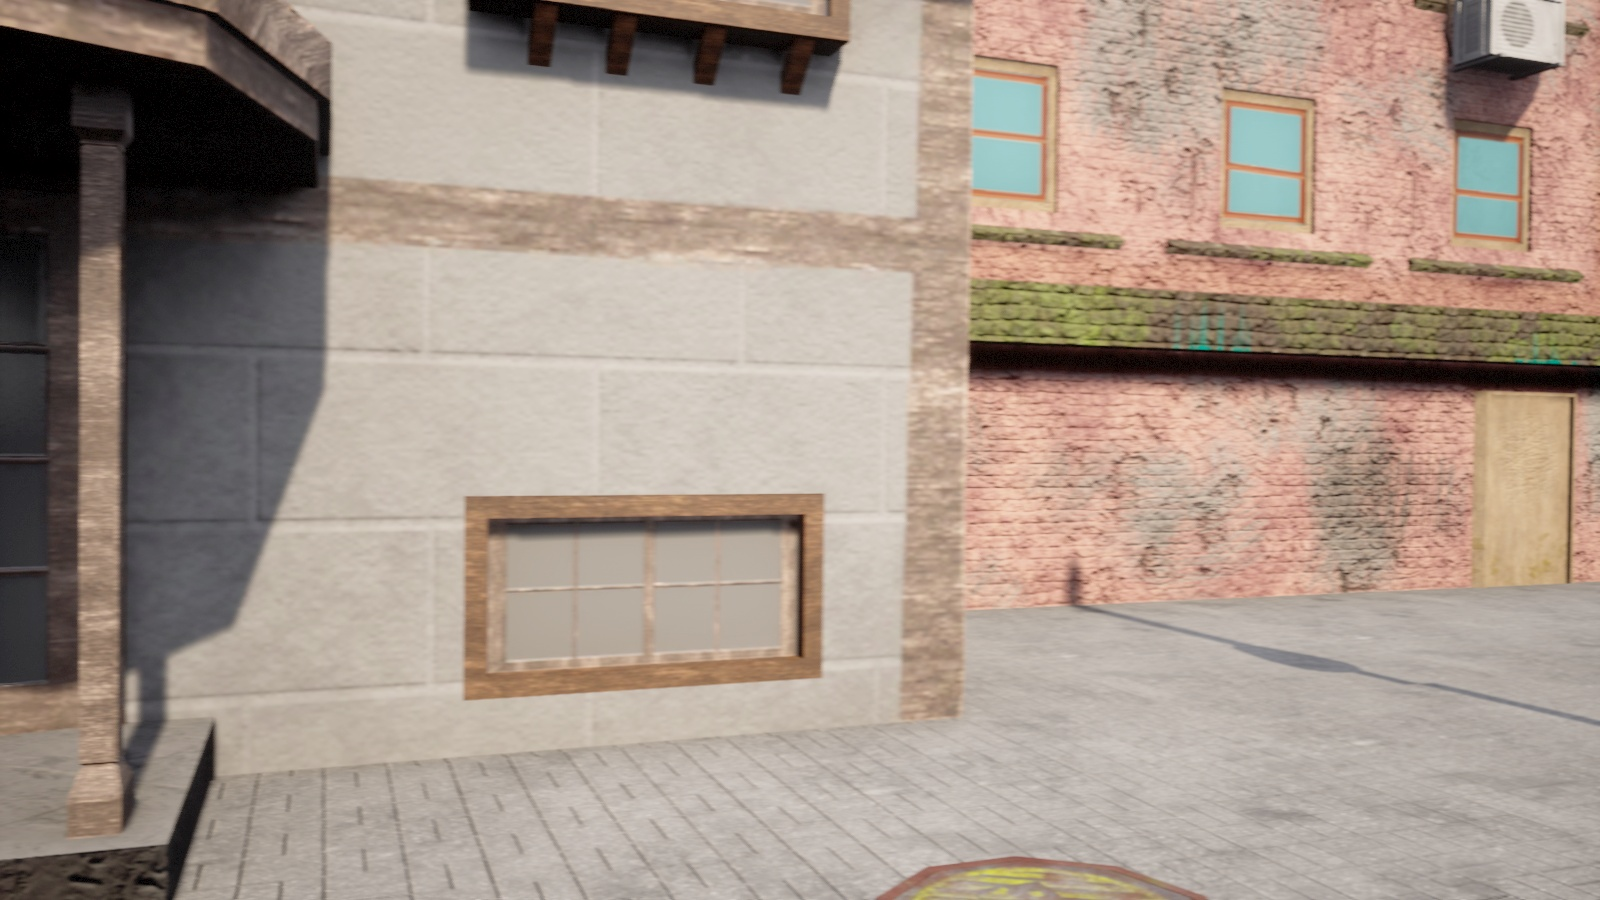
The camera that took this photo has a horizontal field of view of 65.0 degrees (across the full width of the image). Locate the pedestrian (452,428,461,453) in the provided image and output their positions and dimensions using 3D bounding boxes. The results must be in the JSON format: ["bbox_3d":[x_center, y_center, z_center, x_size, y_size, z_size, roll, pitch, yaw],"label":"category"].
[{"bbox_3d":[-25.296,-0.718,92.381,0.594,1.836,0.345,-1,1,-22],"label":"pedestrian"}]
